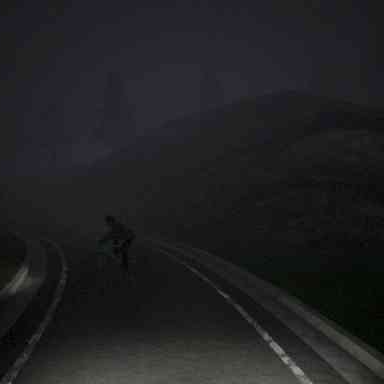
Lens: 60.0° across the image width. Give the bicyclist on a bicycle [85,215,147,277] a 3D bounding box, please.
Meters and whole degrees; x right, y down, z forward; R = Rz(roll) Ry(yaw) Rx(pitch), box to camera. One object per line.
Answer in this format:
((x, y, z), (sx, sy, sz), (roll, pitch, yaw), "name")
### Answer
((-2.037, 1.449, 8.971), (1.656, 1.620, 0.582), (-2, 1, -19), "bicyclist on a bicycle")
